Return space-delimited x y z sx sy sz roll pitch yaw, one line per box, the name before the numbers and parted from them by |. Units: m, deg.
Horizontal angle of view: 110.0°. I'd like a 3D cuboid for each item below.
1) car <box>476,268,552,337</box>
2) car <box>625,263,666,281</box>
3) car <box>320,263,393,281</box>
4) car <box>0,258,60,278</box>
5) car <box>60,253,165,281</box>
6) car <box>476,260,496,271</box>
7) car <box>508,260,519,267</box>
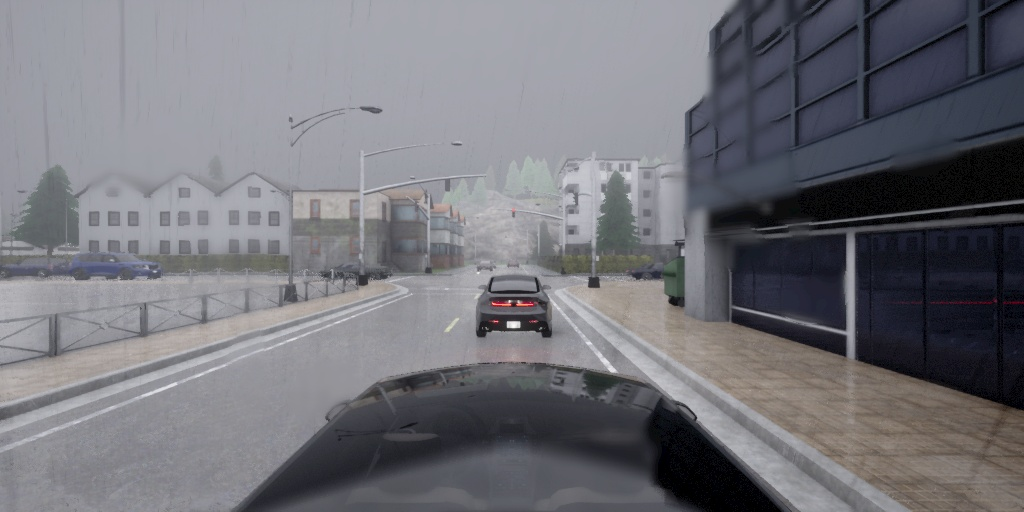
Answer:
car | 0.069 1.255 10.258 1.837 1.490 4.892 0 0 1
car | 10.930 1.173 26.286 4.718 1.301 1.895 0 0 0
car | -11.290 1.174 26.382 4.718 1.301 1.895 0 0 0
car | -39.834 0.926 30.204 4.553 1.767 2.097 0 0 0
car | -29.076 0.795 26.462 5.566 2.045 2.150 0 0 0
car | -3.520 1.276 47.660 1.812 1.442 4.674 0 0 0
car | 0.205 1.314 64.306 1.994 1.385 4.181 0 0 0
